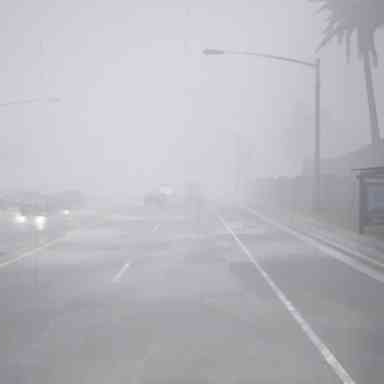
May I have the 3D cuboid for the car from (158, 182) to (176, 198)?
[{"bbox_3d":[-3.399,-0.341,44.445,2.150,2.045,5.566,0,2,1],"label":"car"}]

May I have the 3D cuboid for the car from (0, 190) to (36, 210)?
[{"bbox_3d":[-14.057,0.595,27.731,1.837,1.490,4.892,0,2,0],"label":"car"}]

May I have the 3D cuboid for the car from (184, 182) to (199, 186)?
[{"bbox_3d":[0.113,-0.434,46.792,2.150,2.045,5.566,0,2,0],"label":"car"}]

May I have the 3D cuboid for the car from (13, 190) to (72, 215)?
[{"bbox_3d":[-10.496,0.810,23.743,1.994,1.385,4.181,0,2,0],"label":"car"}]

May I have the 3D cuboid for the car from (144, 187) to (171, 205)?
[{"bbox_3d":[-3.395,0.516,31.903,1.895,1.301,4.718,0,2,0],"label":"car"}]

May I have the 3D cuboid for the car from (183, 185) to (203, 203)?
[{"bbox_3d":[0.112,0.317,35.024,1.812,1.442,4.674,0,2,0],"label":"car"}]

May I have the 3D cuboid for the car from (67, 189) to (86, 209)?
[{"bbox_3d":[-10.553,0.562,28.433,1.837,1.490,4.892,0,2,0],"label":"car"}]
